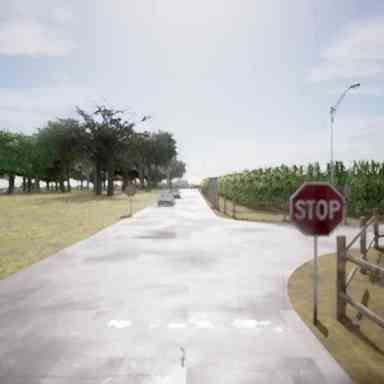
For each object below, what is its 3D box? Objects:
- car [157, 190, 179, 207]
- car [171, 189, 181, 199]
[{"bbox_3d":[-2.863,0.850,37.811,2.033,1.411,5.357,0,1,0],"label":"car"},{"bbox_3d":[-2.821,0.309,53.980,1.837,1.490,4.892,0,3,2],"label":"car"}]
